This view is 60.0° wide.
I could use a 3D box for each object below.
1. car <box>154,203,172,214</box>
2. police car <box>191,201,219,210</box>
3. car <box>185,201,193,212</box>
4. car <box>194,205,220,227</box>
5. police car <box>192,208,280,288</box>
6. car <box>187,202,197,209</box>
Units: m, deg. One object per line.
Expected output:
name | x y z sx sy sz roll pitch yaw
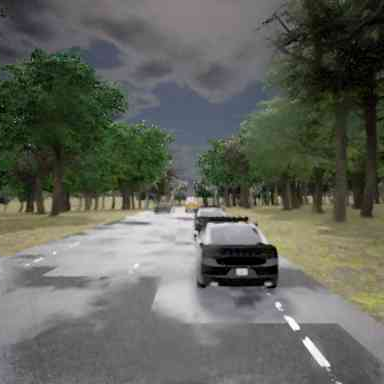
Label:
car | -3.603 2.020 41.354 1.895 1.301 4.718 0 -1 0
police car | 1.046 1.585 19.561 1.930 1.638 5.238 0 -1 0
car | 0.030 1.993 46.784 1.882 1.535 5.008 0 -1 1
car | 1.045 1.751 25.450 1.812 1.442 4.674 0 -1 0
police car | 1.048 1.490 9.559 1.930 1.638 5.238 0 0 0
car | -0.012 2.497 61.972 1.895 1.301 4.718 0 -2 0
